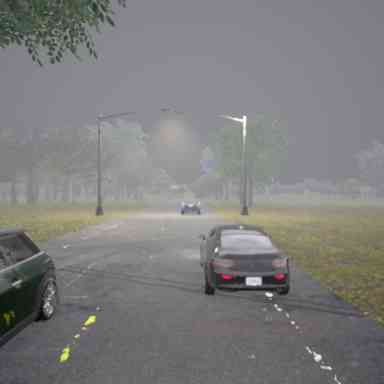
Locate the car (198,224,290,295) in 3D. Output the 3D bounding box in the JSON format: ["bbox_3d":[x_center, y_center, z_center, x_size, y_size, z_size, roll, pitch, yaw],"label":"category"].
[{"bbox_3d":[1.181,1.564,8.711,1.812,1.442,4.674,0,0,0],"label":"car"}]

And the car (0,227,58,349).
[{"bbox_3d":[-3.520,1.371,4.271,2.097,1.767,4.553,0,0,0],"label":"car"}]

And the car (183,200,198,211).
[{"bbox_3d":[-0.231,1.817,46.838,1.994,1.385,4.181,0,0,1],"label":"car"}]

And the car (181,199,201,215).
[{"bbox_3d":[-0.118,1.545,37.174,2.097,1.767,4.553,0,0,0],"label":"car"}]
